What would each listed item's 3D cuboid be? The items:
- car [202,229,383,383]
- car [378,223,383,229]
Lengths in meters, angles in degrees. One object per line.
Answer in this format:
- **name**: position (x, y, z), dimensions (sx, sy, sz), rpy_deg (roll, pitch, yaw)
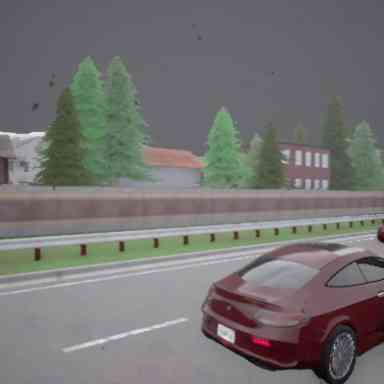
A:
- **car**: position (2.290, 1.558, 5.382), dimensions (4.674, 1.442, 1.812), rpy_deg (0, 0, -35)
- **car**: position (10.487, 1.679, 15.529), dimensions (4.181, 1.385, 1.994), rpy_deg (0, 0, -36)
